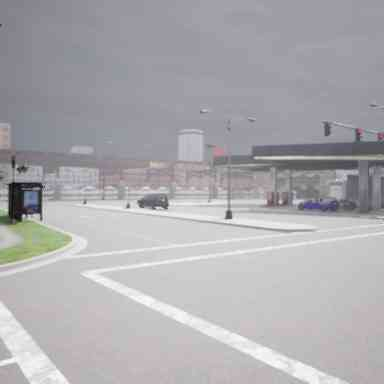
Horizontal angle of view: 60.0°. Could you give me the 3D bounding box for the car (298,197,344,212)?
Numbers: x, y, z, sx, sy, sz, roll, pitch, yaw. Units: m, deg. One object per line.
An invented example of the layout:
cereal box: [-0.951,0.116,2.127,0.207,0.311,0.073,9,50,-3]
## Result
car: [14.537,1.373,38.539,2.242,1.667,4.611,0,0,-35]

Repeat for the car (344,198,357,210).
car: [18.805,1.547,42.458,1.970,1.475,3.806,0,0,-35]

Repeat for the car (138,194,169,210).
car: [-5.105,1.274,43.735,2.150,2.045,5.566,0,0,-35]
